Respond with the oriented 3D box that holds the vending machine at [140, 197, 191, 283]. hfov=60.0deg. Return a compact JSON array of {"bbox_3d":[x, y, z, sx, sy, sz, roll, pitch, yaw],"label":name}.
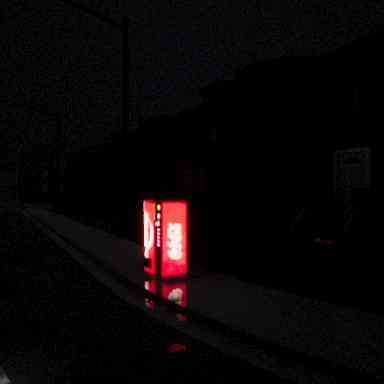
[{"bbox_3d":[-0.715,1.202,8.911,1.100,2.100,0.880,0,0,-30],"label":"vending machine"}]
